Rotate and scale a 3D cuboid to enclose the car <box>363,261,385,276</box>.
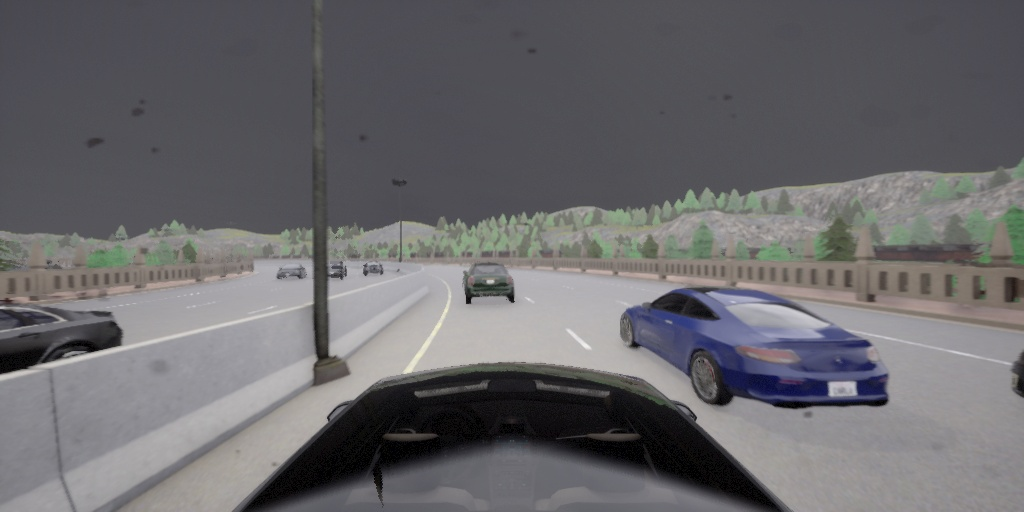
[{"bbox_3d":[-15.116,1.306,39.111,1.812,1.442,4.674,-1,0,-23],"label":"car"}]

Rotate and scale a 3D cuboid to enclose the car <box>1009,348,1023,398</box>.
[{"bbox_3d":[6.955,1.177,2.233,1.837,1.490,4.892,0,0,0],"label":"car"}]

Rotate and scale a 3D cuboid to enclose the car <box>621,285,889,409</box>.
[{"bbox_3d":[3.375,1.223,6.067,1.812,1.442,4.674,-1,0,-2],"label":"car"}]

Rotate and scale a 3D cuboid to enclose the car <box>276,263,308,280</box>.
[{"bbox_3d":[-20.130,1.383,32.965,1.812,1.442,4.674,-1,0,-22],"label":"car"}]

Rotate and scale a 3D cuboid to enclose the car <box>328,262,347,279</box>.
[{"bbox_3d":[-16.653,1.309,33.617,2.128,1.511,4.902,-1,0,-21],"label":"car"}]

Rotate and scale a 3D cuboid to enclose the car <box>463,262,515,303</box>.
[{"bbox_3d":[-1.195,1.061,16.727,2.097,1.767,4.553,-1,0,-9],"label":"car"}]

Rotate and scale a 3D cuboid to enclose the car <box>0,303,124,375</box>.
[{"bbox_3d":[-7.238,1.313,3.797,2.128,1.511,4.902,-1,0,-2],"label":"car"}]
